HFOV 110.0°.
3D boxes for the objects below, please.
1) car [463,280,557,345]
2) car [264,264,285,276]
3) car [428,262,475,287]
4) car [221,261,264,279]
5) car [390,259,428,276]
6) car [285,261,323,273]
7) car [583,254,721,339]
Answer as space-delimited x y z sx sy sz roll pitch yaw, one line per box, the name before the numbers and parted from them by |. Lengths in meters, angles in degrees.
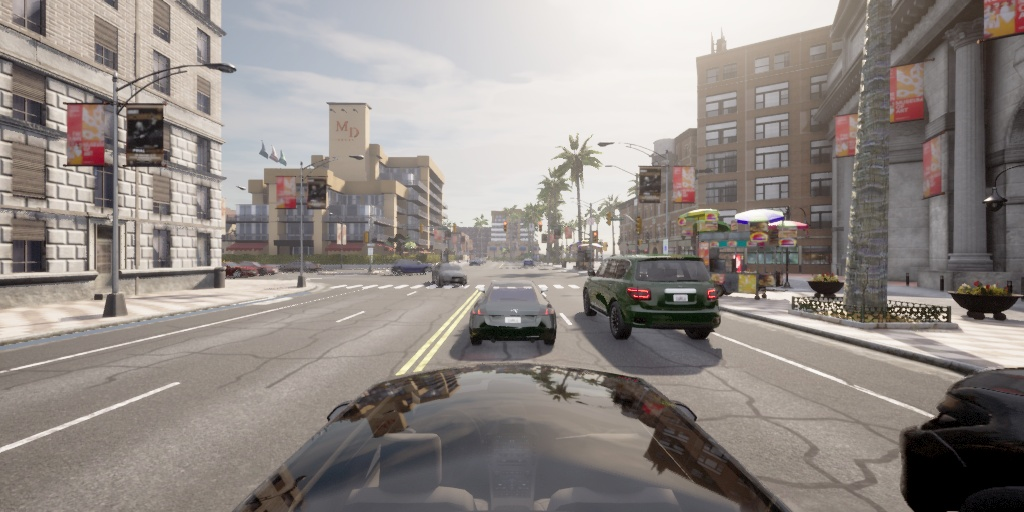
car | 0.025 1.314 9.539 1.994 1.385 4.181 0 0 0
car | -25.963 1.276 35.914 4.674 1.442 1.812 0 0 -1
car | -4.263 1.255 24.492 1.837 1.490 4.892 3 -1 -21
car | -25.794 1.228 32.414 5.008 1.535 1.882 0 0 -1
car | -10.413 1.102 37.746 4.553 1.767 2.097 0 0 -20
car | -26.327 1.297 44.131 5.357 1.411 2.033 0 0 -1
car | 3.526 0.971 10.176 2.150 2.045 5.566 0 0 0
